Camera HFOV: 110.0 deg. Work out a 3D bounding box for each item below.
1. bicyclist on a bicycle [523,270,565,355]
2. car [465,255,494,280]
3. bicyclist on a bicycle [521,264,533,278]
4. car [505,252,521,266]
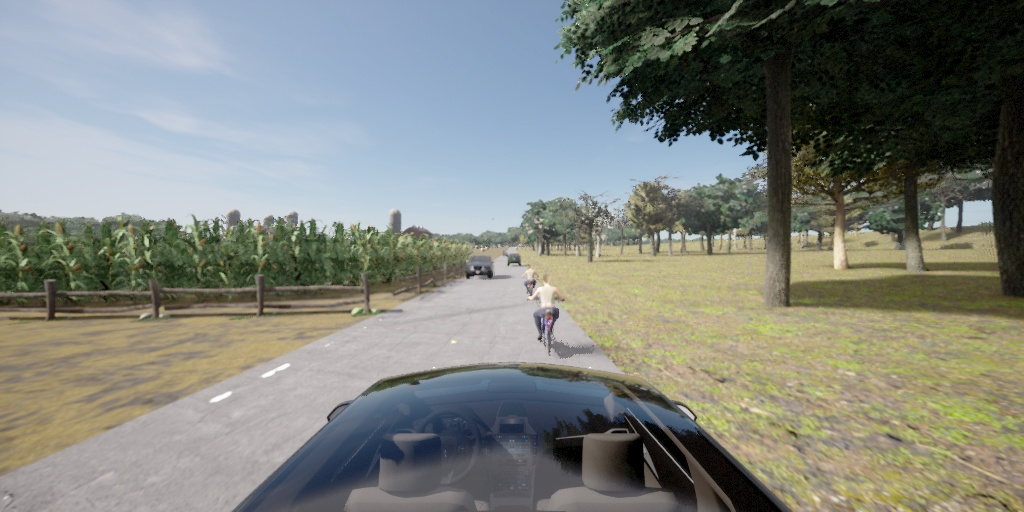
[{"bbox_3d":[0.747,1.189,7.737,0.866,1.612,1.509,0,0,1],"label":"bicyclist on a bicycle"},{"bbox_3d":[-2.726,0.933,31.476,2.150,2.045,5.566,0,0,0],"label":"car"},{"bbox_3d":[0.846,1.193,16.472,0.866,1.612,1.509,0,0,0],"label":"bicyclist on a bicycle"},{"bbox_3d":[0.340,0.561,58.386,2.150,2.045,5.566,0,1,0],"label":"car"}]
